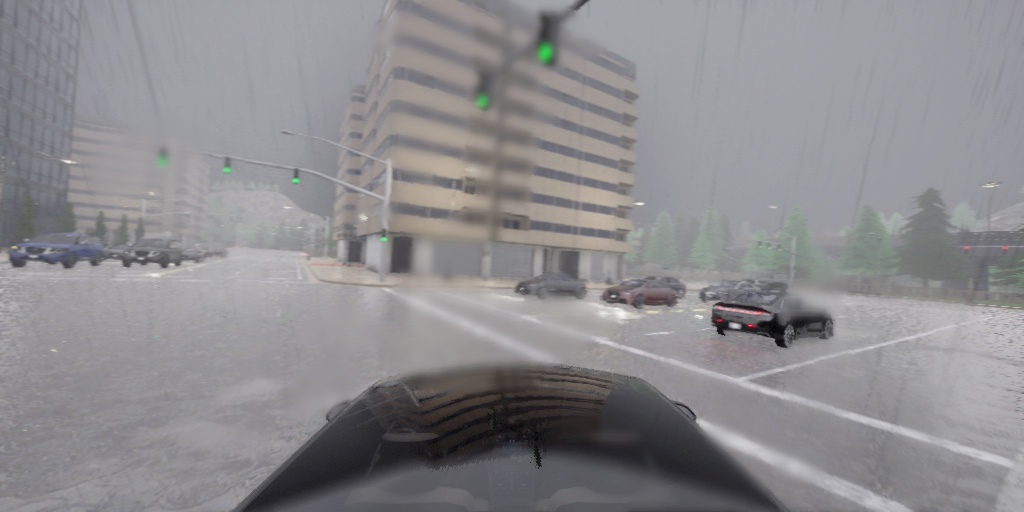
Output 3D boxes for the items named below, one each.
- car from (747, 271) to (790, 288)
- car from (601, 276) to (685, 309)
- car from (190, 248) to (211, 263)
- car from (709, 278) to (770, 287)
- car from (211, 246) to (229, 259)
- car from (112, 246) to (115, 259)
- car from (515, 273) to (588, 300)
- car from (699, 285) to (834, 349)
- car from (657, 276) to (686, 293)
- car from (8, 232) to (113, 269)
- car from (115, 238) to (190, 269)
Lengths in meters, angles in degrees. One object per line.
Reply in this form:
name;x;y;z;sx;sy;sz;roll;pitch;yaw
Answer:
car;23.300;2.428;32.958;5.566;2.045;2.150;4;-1;-32
car;6.666;1.903;18.618;4.181;1.385;1.994;4;-1;-32
car;-30.239;-0.094;33.569;1.994;1.385;4.181;4;-1;-31
car;14.213;2.329;23.301;4.902;1.511;2.128;4;-1;-32
car;-37.588;-0.470;45.837;1.882;1.535;5.008;4;-1;-31
car;-31.997;-0.243;29.719;1.994;1.385;4.181;4;-1;-31
car;2.250;1.660;19.993;4.181;1.385;1.994;4;-1;-32
car;8.232;1.892;11.226;4.902;1.511;2.128;5;-1;-32
car;10.038;2.114;24.829;4.892;1.490;1.837;3;-1;-32
car;-27.048;-0.390;21.599;2.150;2.045;5.566;4;-1;-31
car;-25.346;-0.243;25.524;2.150;2.045;5.566;4;-1;-31
